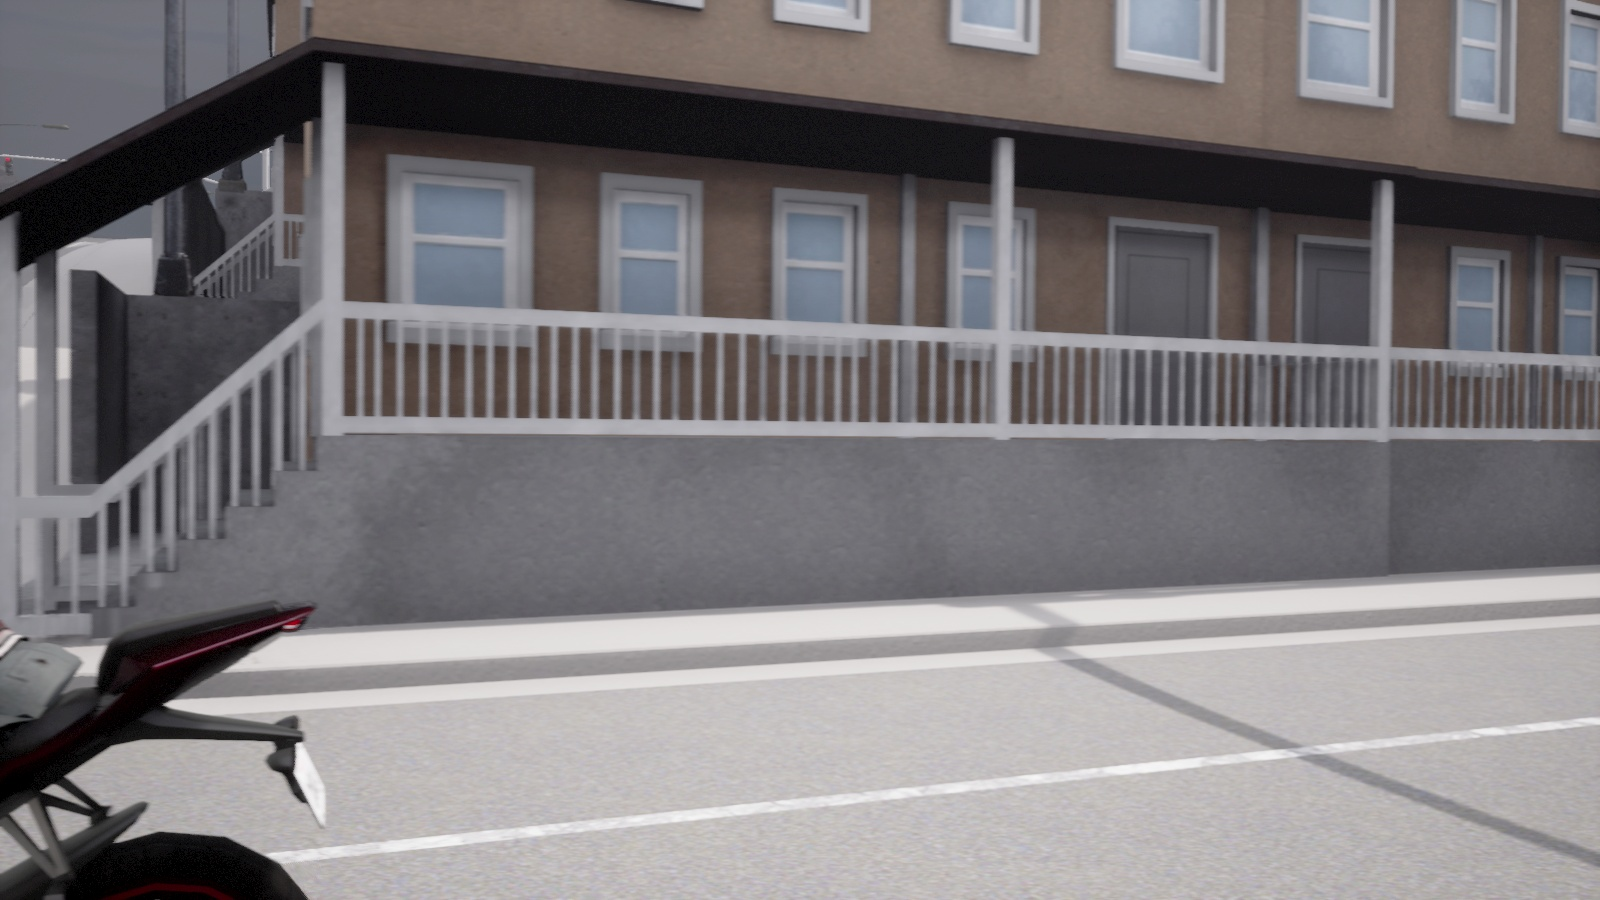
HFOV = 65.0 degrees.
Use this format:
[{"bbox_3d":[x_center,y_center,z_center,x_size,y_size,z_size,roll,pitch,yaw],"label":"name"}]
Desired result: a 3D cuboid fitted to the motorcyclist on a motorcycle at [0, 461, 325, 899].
[{"bbox_3d":[-2.101,0.817,2.443,2.191,1.530,0.866,-1,1,-21],"label":"motorcyclist on a motorcycle"}]
